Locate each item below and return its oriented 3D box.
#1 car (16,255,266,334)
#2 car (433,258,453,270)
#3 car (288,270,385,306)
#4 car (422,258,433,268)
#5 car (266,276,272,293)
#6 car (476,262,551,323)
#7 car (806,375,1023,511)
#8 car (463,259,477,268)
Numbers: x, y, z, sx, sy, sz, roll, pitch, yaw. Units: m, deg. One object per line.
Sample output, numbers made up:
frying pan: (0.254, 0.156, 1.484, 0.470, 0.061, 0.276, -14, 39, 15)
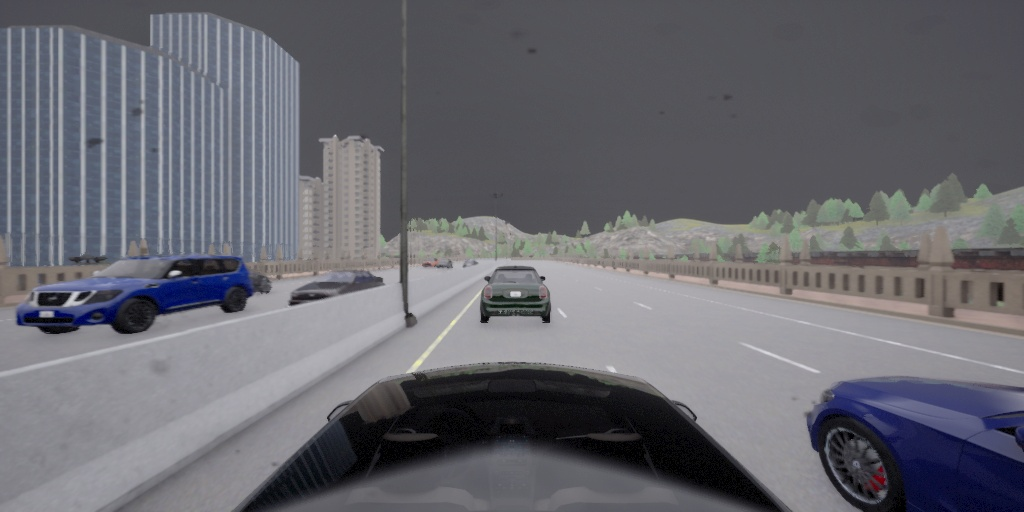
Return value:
car: (-10.597, 0.973, 10.930, 2.150, 2.045, 5.566, 0, 0, 0)
car: (-10.179, 1.259, 54.579, 1.837, 1.490, 4.892, 0, 0, 2)
car: (-7.096, 1.299, 15.308, 2.033, 1.411, 5.357, 0, 0, 0)
car: (-13.508, 1.108, 59.859, 2.097, 1.767, 4.553, 0, 0, 2)
car: (-14.092, 1.316, 17.831, 1.994, 1.385, 4.181, 0, 0, 0)
car: (0.105, 1.103, 12.314, 2.097, 1.767, 4.553, 0, 0, 0)
car: (3.601, 1.276, 1.294, 1.812, 1.442, 4.674, 0, 0, 0)
car: (-6.603, 1.247, 57.326, 2.128, 1.511, 4.902, 0, 0, 2)
